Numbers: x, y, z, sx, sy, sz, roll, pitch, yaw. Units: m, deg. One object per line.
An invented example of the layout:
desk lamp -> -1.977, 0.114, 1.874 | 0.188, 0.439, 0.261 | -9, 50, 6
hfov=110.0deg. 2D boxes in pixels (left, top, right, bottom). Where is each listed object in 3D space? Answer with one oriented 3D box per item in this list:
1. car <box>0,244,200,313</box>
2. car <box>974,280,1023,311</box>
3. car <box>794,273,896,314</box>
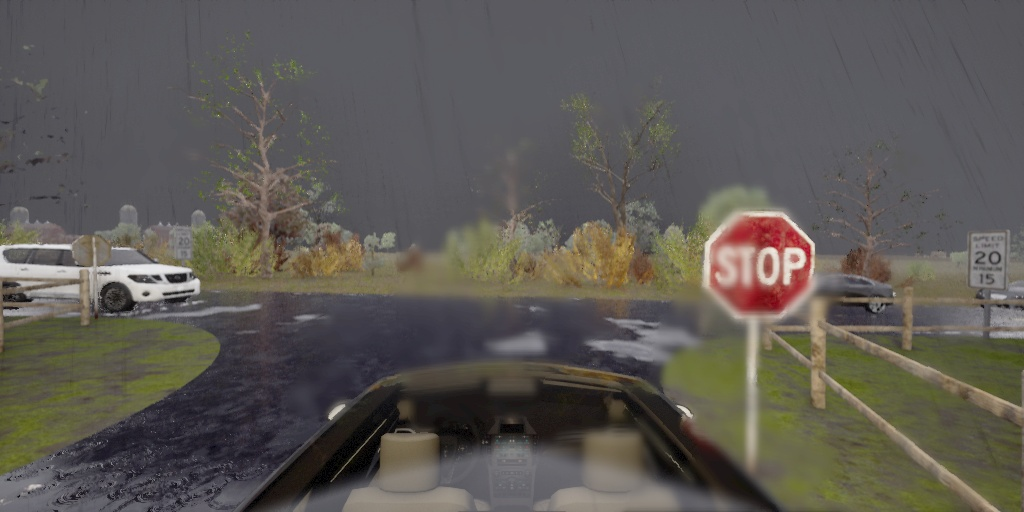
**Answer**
car -> -13.795, 0.655, 11.953 | 5.566, 2.045, 2.150 | 1, 1, 0
car -> 22.166, 1.644, 14.711 | 4.902, 1.511, 2.128 | 1, 1, 0
car -> 12.750, 1.443, 14.762 | 4.902, 1.511, 2.128 | 1, 1, 0
